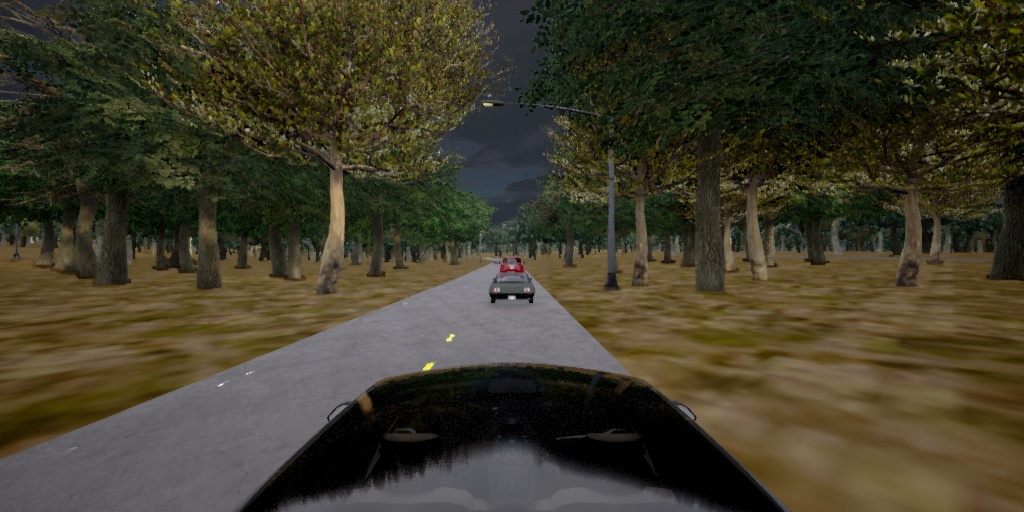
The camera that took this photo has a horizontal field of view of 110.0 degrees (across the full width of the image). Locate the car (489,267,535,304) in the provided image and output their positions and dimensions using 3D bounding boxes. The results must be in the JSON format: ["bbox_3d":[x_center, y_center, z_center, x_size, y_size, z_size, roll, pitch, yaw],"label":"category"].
[{"bbox_3d":[0.000,1.383,16.531,1.895,1.301,4.718,0,0,0],"label":"car"}]

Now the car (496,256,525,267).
[{"bbox_3d":[0.000,1.042,31.535,2.150,2.045,5.566,0,0,0],"label":"car"}]
